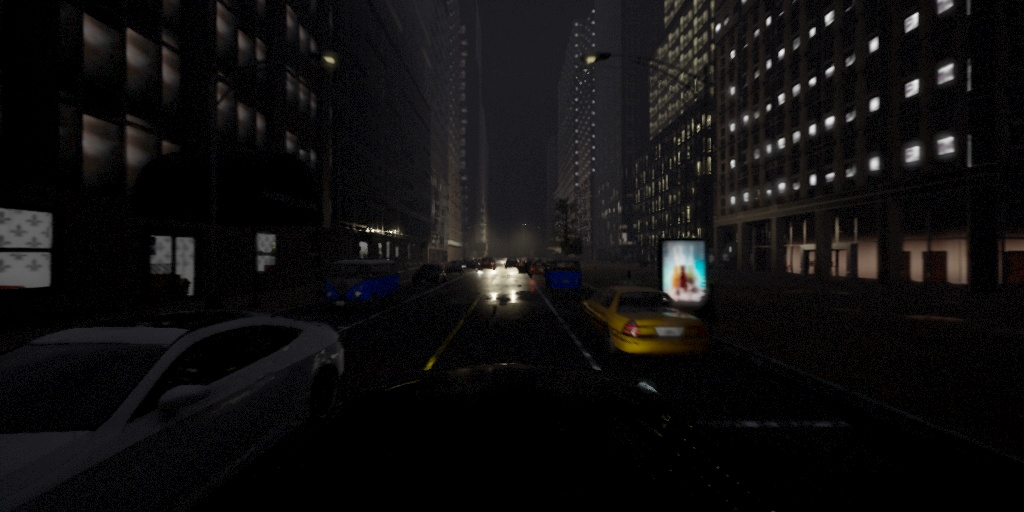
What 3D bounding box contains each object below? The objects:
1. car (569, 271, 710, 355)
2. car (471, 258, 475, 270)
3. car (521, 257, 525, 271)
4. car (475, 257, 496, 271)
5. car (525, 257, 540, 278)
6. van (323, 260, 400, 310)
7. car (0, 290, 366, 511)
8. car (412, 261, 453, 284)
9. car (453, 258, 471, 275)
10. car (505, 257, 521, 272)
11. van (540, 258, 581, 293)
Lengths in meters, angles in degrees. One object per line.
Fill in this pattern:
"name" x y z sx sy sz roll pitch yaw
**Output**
"car" 2.689 1.246 8.442 1.751 1.417 4.829 0 0 0
"car" -5.704 0.983 48.114 1.967 1.591 4.097 0 0 0
"car" 2.674 1.069 53.783 2.007 1.370 4.403 0 0 0
"car" -3.084 0.911 44.748 2.097 1.767 4.553 0 0 0
"car" 2.342 1.072 31.472 1.801 1.575 5.366 0 0 0
"van" -5.693 1.035 13.979 1.690 1.789 3.998 0 0 0
"car" -3.099 1.270 2.960 1.812 1.442 4.674 0 0 0
"car" -5.697 1.209 25.357 1.948 1.339 4.313 0 0 0
"car" -5.701 1.143 36.735 2.007 1.370 4.403 0 0 0
"car" -0.010 1.135 50.183 1.895 1.301 4.718 0 0 0
"van" 2.686 1.009 19.650 1.690 1.789 3.998 0 0 0
